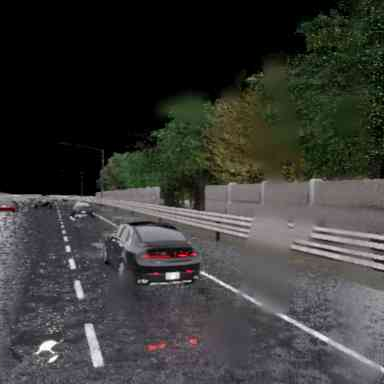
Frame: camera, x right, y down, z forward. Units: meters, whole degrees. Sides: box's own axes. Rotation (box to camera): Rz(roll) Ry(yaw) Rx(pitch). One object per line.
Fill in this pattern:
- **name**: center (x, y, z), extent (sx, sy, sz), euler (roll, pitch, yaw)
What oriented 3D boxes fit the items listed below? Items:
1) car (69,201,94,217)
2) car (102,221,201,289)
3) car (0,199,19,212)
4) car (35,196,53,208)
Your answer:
- **car**: center (-10.319, 1.566, 31.093), extent (1.812, 1.442, 4.674), euler (2, -1, -23)
- **car**: center (-1.346, 1.586, 9.542), extent (1.837, 1.490, 4.892), euler (2, -1, -23)
- **car**: center (-19.725, 1.388, 35.478), extent (1.994, 1.385, 4.181), euler (2, -1, -23)
- **car**: center (-20.295, 1.295, 45.704), extent (2.097, 1.767, 4.553), euler (2, -1, -23)
